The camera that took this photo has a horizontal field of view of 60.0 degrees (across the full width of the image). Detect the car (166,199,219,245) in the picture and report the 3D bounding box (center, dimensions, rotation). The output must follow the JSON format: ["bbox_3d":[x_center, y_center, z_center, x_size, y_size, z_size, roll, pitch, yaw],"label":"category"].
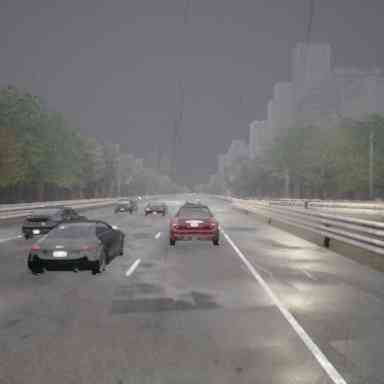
[{"bbox_3d":[0.099,1.355,15.693,2.097,1.767,4.553,0,0,0],"label":"car"}]

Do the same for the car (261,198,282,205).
[{"bbox_3d":[10.922,1.573,47.942,2.128,1.511,4.902,0,0,-25],"label":"car"}]

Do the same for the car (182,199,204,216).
[{"bbox_3d":[0.094,1.498,34.009,2.128,1.511,4.902,0,0,0],"label":"car"}]

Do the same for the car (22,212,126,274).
[{"bbox_3d":[-3.401,1.566,10.575,1.994,1.385,4.181,0,0,0],"label":"car"}]

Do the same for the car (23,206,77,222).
[{"bbox_3d":[-6.902,1.508,17.177,1.837,1.490,4.892,0,0,0],"label":"car"}]

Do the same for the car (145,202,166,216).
[{"bbox_3d":[-3.405,1.607,32.703,1.895,1.301,4.718,0,0,0],"label":"car"}]

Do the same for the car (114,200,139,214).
[{"bbox_3d":[-6.906,1.532,35.192,1.812,1.442,4.674,0,0,0],"label":"car"}]
